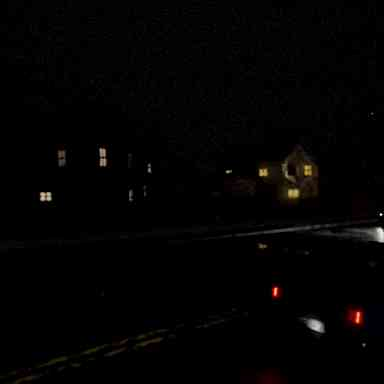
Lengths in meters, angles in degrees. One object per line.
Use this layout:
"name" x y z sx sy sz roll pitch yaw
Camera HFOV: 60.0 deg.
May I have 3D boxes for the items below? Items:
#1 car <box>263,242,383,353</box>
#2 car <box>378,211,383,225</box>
"car" 3.546 1.581 5.967 4.718 1.301 1.895 0 0 -35
"car" 14.022 1.407 21.670 4.902 1.511 2.128 0 0 -35
